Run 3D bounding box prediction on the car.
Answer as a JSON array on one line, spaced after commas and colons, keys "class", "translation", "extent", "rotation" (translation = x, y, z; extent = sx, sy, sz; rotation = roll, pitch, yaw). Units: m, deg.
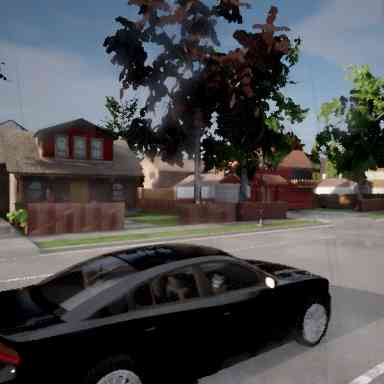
[{"class": "car", "translation": [-0.079, 1.477, 4.605], "extent": [5.008, 1.535, 1.882], "rotation": [0, 0, -35]}]
